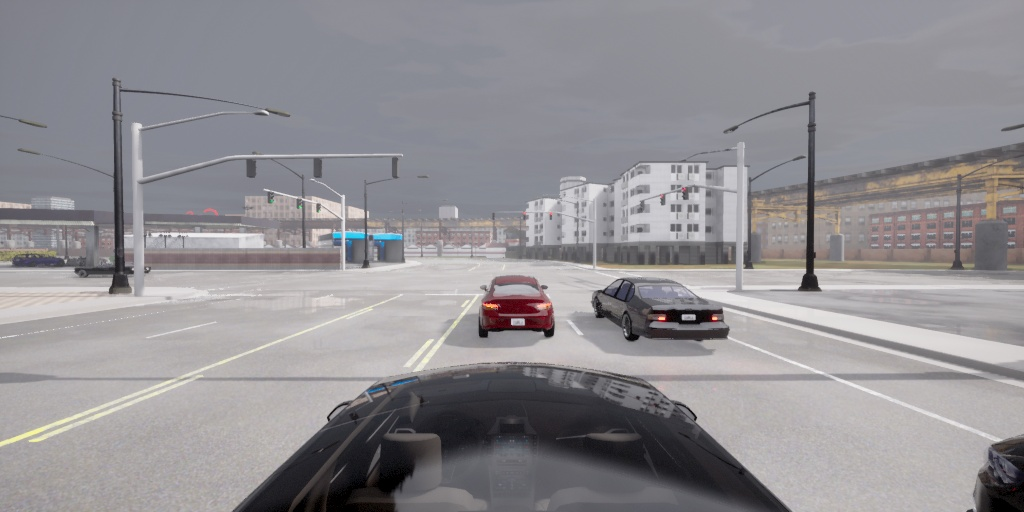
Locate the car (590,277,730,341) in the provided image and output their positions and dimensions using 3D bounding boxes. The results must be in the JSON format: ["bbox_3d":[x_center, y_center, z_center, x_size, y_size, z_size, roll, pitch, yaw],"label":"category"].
[{"bbox_3d":[3.582,1.282,9.790,2.033,1.411,5.357,0,0,0],"label":"car"}]

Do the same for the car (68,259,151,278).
[{"bbox_3d":[-33.704,1.135,30.268,4.718,1.301,1.895,0,1,-1],"label":"car"}]

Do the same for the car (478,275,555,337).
[{"bbox_3d":[0.071,1.256,10.074,1.812,1.442,4.674,0,0,-1],"label":"car"}]
